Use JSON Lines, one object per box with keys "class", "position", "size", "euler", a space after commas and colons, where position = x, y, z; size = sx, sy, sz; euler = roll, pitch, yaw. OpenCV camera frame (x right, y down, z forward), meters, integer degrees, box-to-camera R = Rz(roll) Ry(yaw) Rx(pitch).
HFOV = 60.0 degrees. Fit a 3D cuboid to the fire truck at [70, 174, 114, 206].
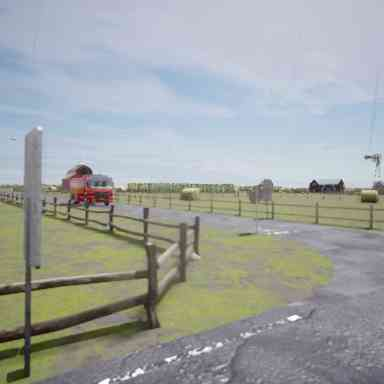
{"class": "fire truck", "position": [-12.854, -0.285, 42.029], "size": [2.891, 3.827, 8.468], "euler": [1, 0, -35]}
